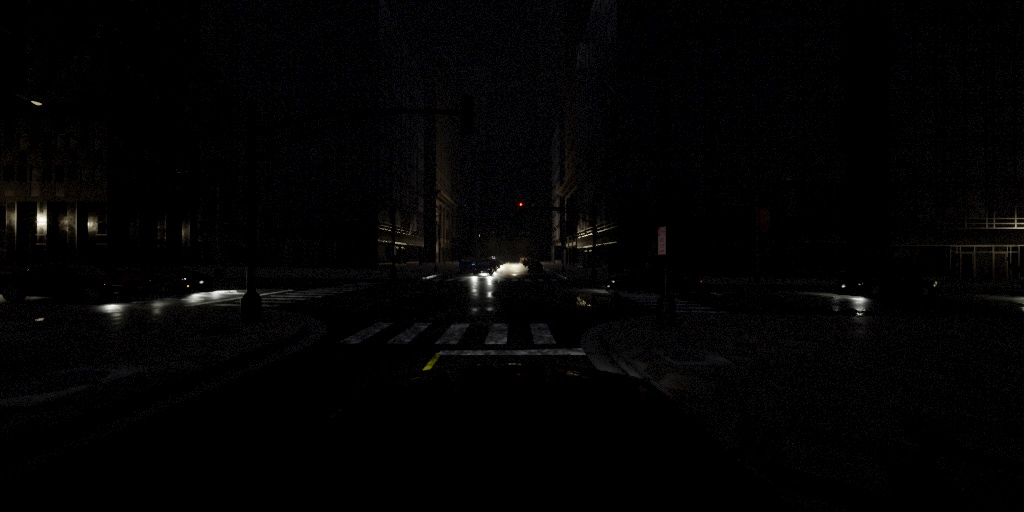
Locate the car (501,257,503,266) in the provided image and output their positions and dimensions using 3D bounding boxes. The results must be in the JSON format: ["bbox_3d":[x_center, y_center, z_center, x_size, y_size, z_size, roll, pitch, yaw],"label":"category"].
[{"bbox_3d":[-2.788,1.225,56.250,1.812,1.442,4.674,0,0,0],"label":"car"}]

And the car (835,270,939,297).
[{"bbox_3d":[21.887,1.573,21.040,4.892,1.490,1.837,1,0,0],"label":"car"}]

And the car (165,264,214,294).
[{"bbox_3d":[-17.417,1.094,17.817,4.181,1.385,1.994,1,0,0],"label":"car"}]

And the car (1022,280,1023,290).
[{"bbox_3d":[33.736,1.450,20.966,5.566,2.045,2.150,1,0,0],"label":"car"}]

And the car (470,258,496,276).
[{"bbox_3d":[-2.925,1.253,37.232,1.812,1.442,4.674,0,0,0],"label":"car"}]

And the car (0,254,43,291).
[{"bbox_3d":[-27.026,0.758,17.875,4.553,1.767,2.097,1,0,0],"label":"car"}]

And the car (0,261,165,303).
[{"bbox_3d":[-17.608,0.993,14.568,5.008,1.535,1.882,1,0,0],"label":"car"}]

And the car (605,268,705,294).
[{"bbox_3d":[8.355,1.432,21.119,5.357,1.411,2.033,1,0,0],"label":"car"}]

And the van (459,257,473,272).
[{"bbox_3d":[-5.639,1.058,45.147,1.690,1.789,3.998,0,0,0],"label":"van"}]

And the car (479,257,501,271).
[{"bbox_3d":[-2.869,1.207,46.350,2.128,1.511,4.902,0,0,0],"label":"car"}]

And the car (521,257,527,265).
[{"bbox_3d":[2.997,1.270,62.040,1.802,1.307,4.207,0,0,0],"label":"car"}]

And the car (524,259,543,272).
[{"bbox_3d":[2.886,1.283,45.092,1.948,1.339,4.313,0,0,0],"label":"car"}]
